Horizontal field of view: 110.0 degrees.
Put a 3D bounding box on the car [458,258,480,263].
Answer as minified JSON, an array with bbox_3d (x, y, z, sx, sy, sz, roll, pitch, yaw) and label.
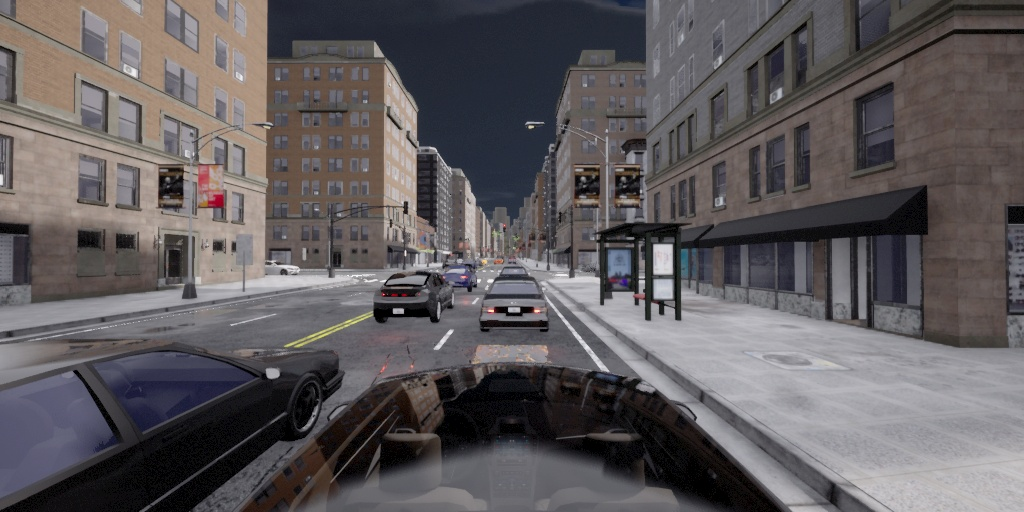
[{"bbox_3d":[-6.553,1.124,55.241,2.097,1.767,4.553,0,0,0],"label":"car"}]

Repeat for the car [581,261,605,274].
[{"bbox_3d":[10.914,1.369,43.927,4.902,1.511,2.128,0,-1,0],"label":"car"}]

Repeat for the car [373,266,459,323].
[{"bbox_3d":[-3.131,1.258,12.181,1.837,1.490,4.892,0,0,-1],"label":"car"}]

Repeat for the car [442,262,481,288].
[{"bbox_3d":[-3.139,1.284,21.220,1.812,1.442,4.674,0,0,0],"label":"car"}]

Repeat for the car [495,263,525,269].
[{"bbox_3d":[0.104,1.305,20.897,2.033,1.411,5.357,0,0,0],"label":"car"}]

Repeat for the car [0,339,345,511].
[{"bbox_3d":[-3.149,1.298,2.307,2.033,1.411,5.357,0,0,0],"label":"car"}]

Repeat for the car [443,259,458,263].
[{"bbox_3d":[-9.766,1.277,56.933,1.837,1.490,4.892,0,0,3],"label":"car"}]

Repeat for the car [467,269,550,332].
[{"bbox_3d":[0.087,1.300,10.840,2.033,1.411,5.357,0,0,1],"label":"car"}]

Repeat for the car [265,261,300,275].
[{"bbox_3d":[-22.600,1.158,33.889,4.674,1.442,1.812,0,-1,-1],"label":"car"}]
